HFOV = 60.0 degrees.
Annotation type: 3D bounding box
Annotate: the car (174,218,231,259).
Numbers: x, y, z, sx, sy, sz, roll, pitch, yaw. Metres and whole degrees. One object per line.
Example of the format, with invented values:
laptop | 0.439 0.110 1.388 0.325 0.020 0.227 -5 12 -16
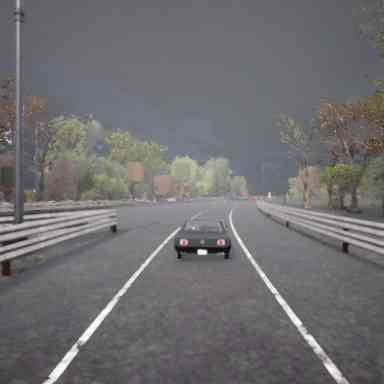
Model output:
car | 0.471 1.674 12.991 1.895 1.301 4.718 0 0 3
